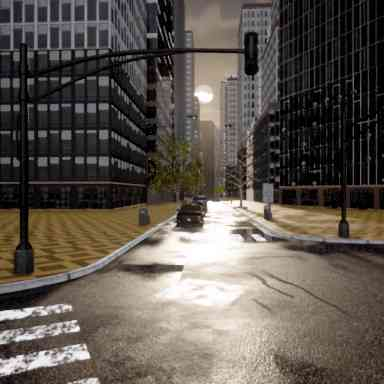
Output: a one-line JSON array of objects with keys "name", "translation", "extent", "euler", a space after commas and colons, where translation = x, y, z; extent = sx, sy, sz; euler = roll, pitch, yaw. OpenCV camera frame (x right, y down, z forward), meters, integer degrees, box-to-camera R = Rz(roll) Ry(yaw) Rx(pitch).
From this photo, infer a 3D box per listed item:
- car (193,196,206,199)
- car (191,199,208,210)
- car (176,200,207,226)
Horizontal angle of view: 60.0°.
[{"name": "car", "translation": [1.077, 1.550, 46.141], "extent": [2.150, 2.045, 5.566], "euler": [0, 0, 3]}, {"name": "car", "translation": [0.493, 1.774, 35.498], "extent": [1.812, 1.442, 4.674], "euler": [0, 0, 3]}, {"name": "car", "translation": [-0.070, 1.652, 25.293], "extent": [1.882, 1.535, 5.008], "euler": [0, 0, 3]}]
